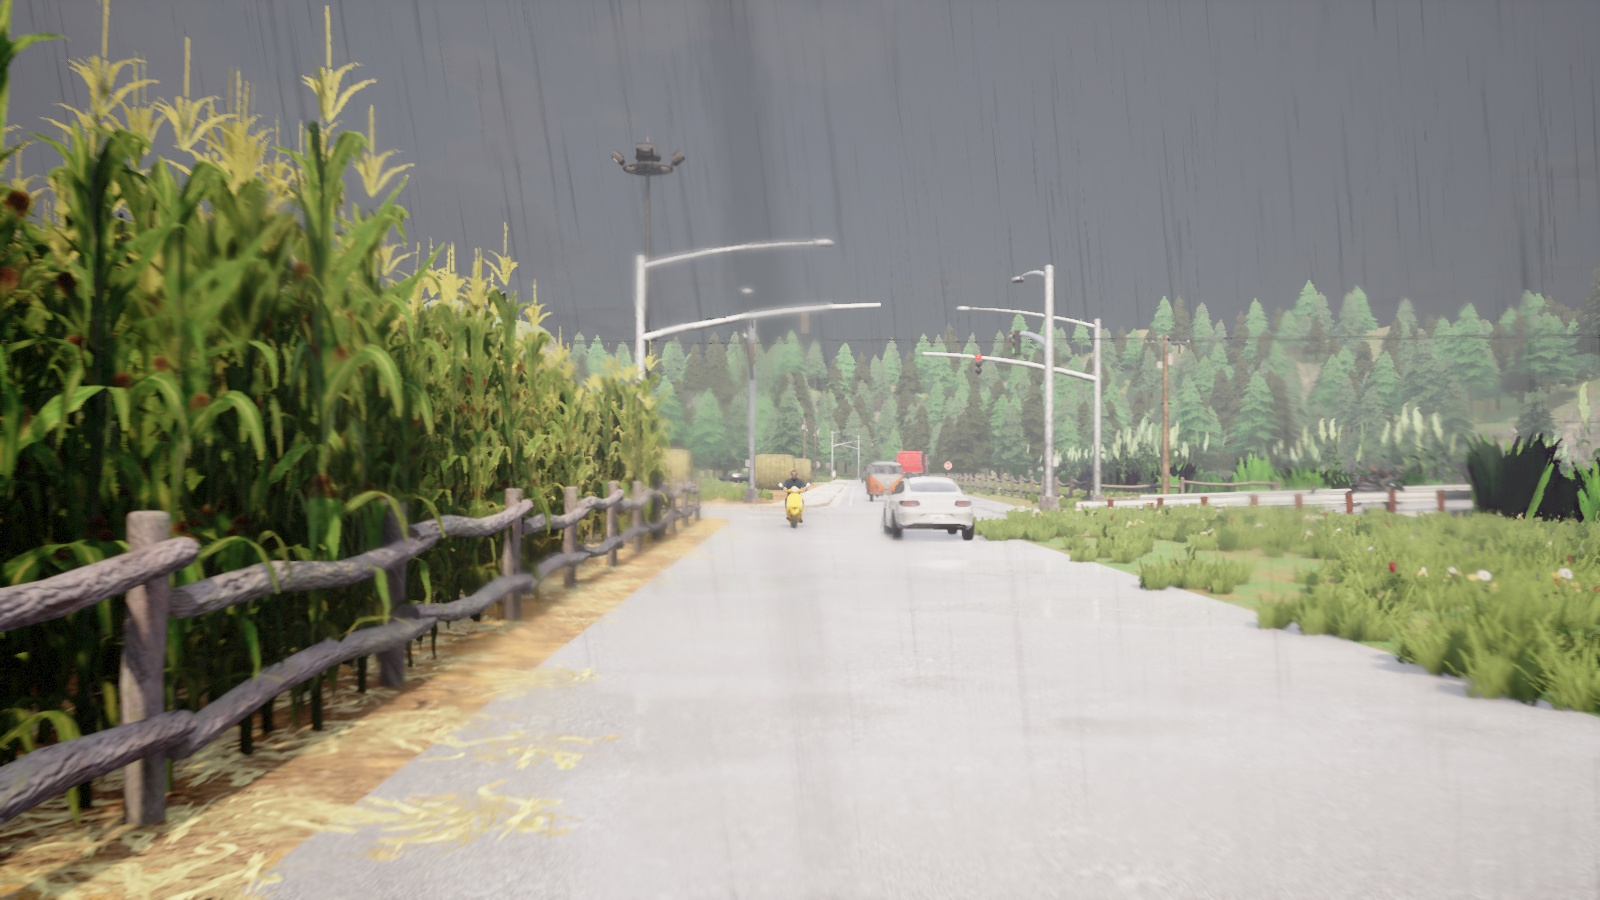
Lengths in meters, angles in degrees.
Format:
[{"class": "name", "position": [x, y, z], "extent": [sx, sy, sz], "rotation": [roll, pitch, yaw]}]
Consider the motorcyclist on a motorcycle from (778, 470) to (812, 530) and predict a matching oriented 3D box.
[{"class": "motorcyclist on a motorcycle", "position": [-0.142, 1.340, 34.131], "extent": [0.866, 1.590, 1.817], "rotation": [0, -1, -2]}]

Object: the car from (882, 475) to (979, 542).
[{"class": "car", "position": [3.027, 1.330, 29.942], "extent": [1.812, 1.442, 4.674], "rotation": [0, -1, 0]}]

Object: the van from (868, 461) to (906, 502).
[{"class": "van", "position": [4.367, 1.579, 63.498], "extent": [1.775, 1.987, 4.442], "rotation": [0, -1, 3]}]

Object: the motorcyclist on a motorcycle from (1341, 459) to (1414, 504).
[{"class": "motorcyclist on a motorcycle", "position": [21.408, 1.174, 46.592], "extent": [2.191, 1.530, 0.866], "rotation": [-3, -1, 5]}]
